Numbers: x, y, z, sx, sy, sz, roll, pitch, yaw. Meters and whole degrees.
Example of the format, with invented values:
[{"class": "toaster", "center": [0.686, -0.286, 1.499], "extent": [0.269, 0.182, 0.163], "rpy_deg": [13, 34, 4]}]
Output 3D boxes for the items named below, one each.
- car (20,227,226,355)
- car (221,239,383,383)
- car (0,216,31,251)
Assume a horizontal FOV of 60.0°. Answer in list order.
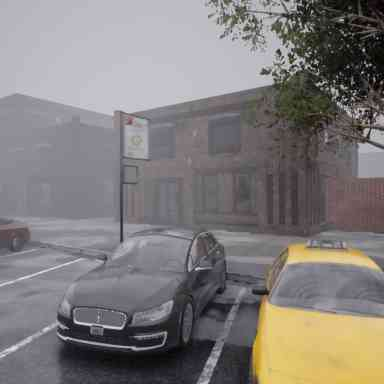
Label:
[{"class": "car", "center": [-0.523, 1.487, 6.474], "extent": [2.231, 1.521, 4.892], "rpy_deg": [1, -1, 16]}, {"class": "car", "center": [1.863, 1.480, 4.543], "extent": [1.946, 1.575, 5.366], "rpy_deg": [1, -1, 16]}, {"class": "car", "center": [-7.839, 1.528, 11.717], "extent": [2.002, 1.452, 4.674], "rpy_deg": [1, -1, 16]}]
